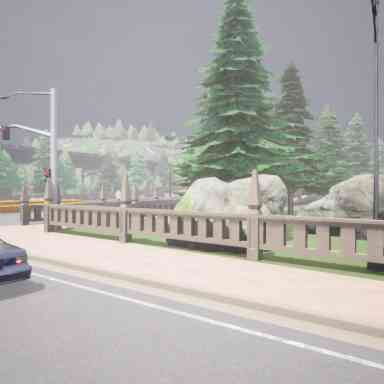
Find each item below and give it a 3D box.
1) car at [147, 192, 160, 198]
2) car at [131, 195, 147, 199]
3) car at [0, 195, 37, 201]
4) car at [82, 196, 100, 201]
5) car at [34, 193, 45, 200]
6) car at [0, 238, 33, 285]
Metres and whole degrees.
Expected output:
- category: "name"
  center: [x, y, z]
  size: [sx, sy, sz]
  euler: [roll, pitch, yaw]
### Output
- category: "car"
  center: [-7.536, 0.790, 66.008]
  size: [2.097, 1.767, 4.553]
  euler: [0, 4, 36]
- category: "car"
  center: [-10.416, 1.376, 56.028]
  size: [1.882, 1.535, 5.008]
  euler: [0, 2, 36]
- category: "car"
  center: [-21.928, 1.491, 39.980]
  size: [2.128, 1.511, 4.902]
  euler: [0, 0, 36]
- category: "car"
  center: [-17.286, 1.450, 58.445]
  size: [1.837, 1.490, 4.892]
  euler: [0, 1, 36]
- category: "car"
  center: [-21.335, 1.221, 46.794]
  size: [2.150, 2.045, 5.566]
  euler: [0, 0, 36]
- category: "car"
  center: [-6.146, 1.547, 8.340]
  size: [5.357, 1.411, 2.033]
  euler: [0, 0, 36]
